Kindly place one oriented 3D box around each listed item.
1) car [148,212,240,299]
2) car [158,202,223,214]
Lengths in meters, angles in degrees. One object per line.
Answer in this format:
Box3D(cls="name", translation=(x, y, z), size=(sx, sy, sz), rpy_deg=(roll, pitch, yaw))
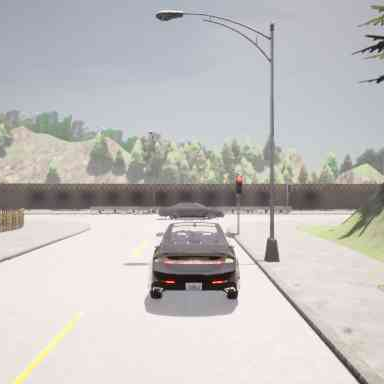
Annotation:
Box3D(cls="car", translation=(0.067, 1.491, 8.427), size=(2.128, 1.511, 4.902), rpy_deg=(0, 0, 1))
Box3D(cls="car", translation=(-0.063, 1.547, 27.180), size=(5.357, 1.411, 2.033), rpy_deg=(0, 0, 0))
